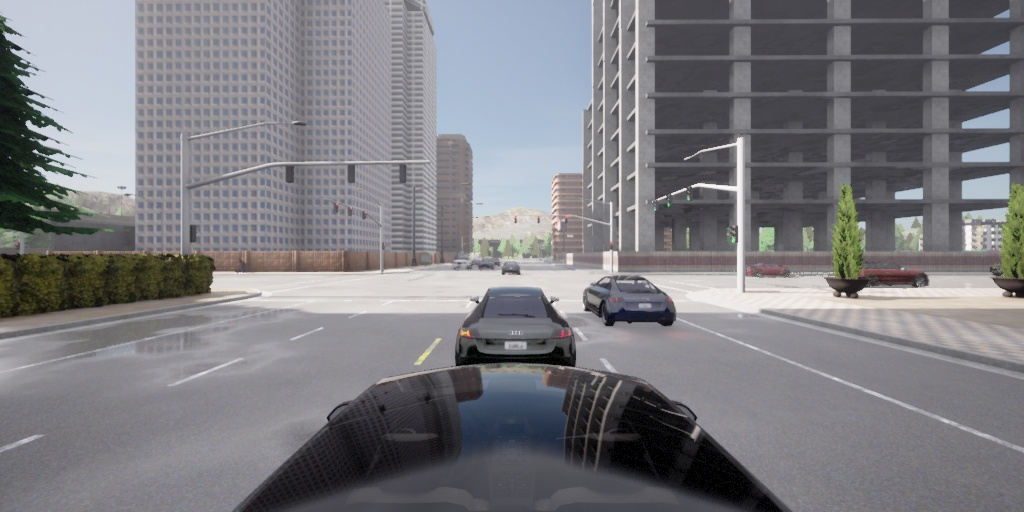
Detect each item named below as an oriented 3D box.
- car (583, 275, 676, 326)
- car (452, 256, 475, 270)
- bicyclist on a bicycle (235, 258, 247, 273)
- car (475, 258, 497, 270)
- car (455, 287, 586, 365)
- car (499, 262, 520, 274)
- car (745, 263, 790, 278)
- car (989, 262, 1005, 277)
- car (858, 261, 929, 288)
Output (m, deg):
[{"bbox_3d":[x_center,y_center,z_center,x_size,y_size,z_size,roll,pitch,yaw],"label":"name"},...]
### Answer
[{"bbox_3d":[3.576,1.312,11.646,1.994,1.385,4.181,0,0,0],"label":"car"},{"bbox_3d":[-7.198,0.961,51.991,2.150,2.045,5.566,0,0,1],"label":"car"},{"bbox_3d":[-29.393,1.044,38.866,0.582,1.620,1.656,0,0,0],"label":"bicyclist on a bicycle"},{"bbox_3d":[-3.705,1.092,51.548,2.097,1.767,4.553,0,0,1],"label":"car"},{"bbox_3d":[0.058,1.313,7.385,1.994,1.385,4.181,0,0,0],"label":"car"},{"bbox_3d":[-0.109,1.306,40.636,1.994,1.385,4.181,0,0,0],"label":"car"},{"bbox_3d":[23.593,1.308,33.743,4.181,1.385,1.994,0,0,0],"label":"car"},{"bbox_3d":[48.472,0.967,33.531,5.566,2.045,2.150,0,0,1],"label":"car"},{"bbox_3d":[23.701,1.098,23.053,4.553,1.767,2.097,0,0,0],"label":"car"}]
